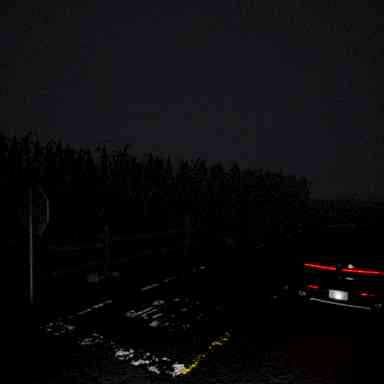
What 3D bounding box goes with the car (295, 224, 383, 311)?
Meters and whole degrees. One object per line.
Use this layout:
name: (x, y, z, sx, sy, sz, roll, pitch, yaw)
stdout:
car: (3.804, 1.498, 7.676, 1.837, 1.490, 4.892, 0, 0, 33)
